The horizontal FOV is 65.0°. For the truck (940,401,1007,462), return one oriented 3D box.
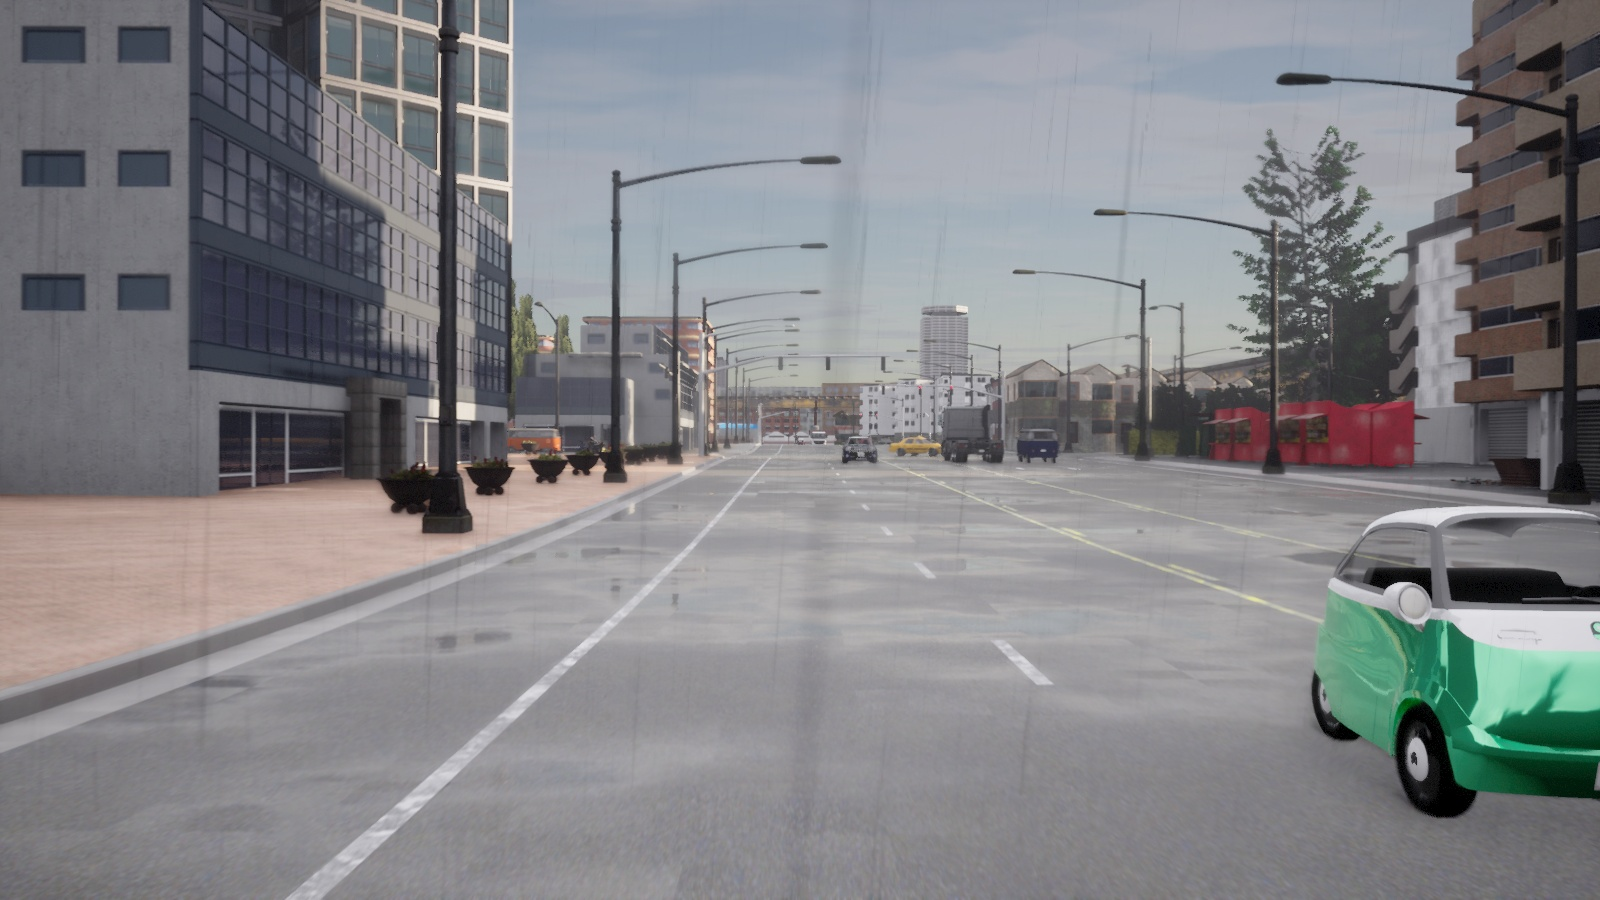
[{"bbox_3d":[10.308,-1.125,75.498,2.891,3.462,7.936,0,1,0],"label":"truck"}]

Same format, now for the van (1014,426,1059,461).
[{"bbox_3d":[13.816,-0.379,73.587,1.775,1.987,4.442,0,1,0],"label":"van"}]

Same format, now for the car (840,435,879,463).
[{"bbox_3d":[3.325,-0.072,70.527,1.970,1.475,3.806,0,1,0],"label":"car"}]

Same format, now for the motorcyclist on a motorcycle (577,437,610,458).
[{"bbox_3d":[-14.669,-0.185,89.144,2.191,1.530,0.866,0,0,0],"label":"motorcyclist on a motorcycle"}]

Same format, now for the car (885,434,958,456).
[{"bbox_3d":[8.982,-0.381,93.051,5.366,1.575,1.801,0,0,42],"label":"car"}]

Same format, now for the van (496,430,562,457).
[{"bbox_3d":[-19.958,-0.462,92.669,4.442,1.987,1.775,0,0,0],"label":"van"}]

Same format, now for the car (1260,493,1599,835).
[{"bbox_3d":[3.485,0.933,6.362,1.481,1.376,2.207,0,-1,0],"label":"car"}]
